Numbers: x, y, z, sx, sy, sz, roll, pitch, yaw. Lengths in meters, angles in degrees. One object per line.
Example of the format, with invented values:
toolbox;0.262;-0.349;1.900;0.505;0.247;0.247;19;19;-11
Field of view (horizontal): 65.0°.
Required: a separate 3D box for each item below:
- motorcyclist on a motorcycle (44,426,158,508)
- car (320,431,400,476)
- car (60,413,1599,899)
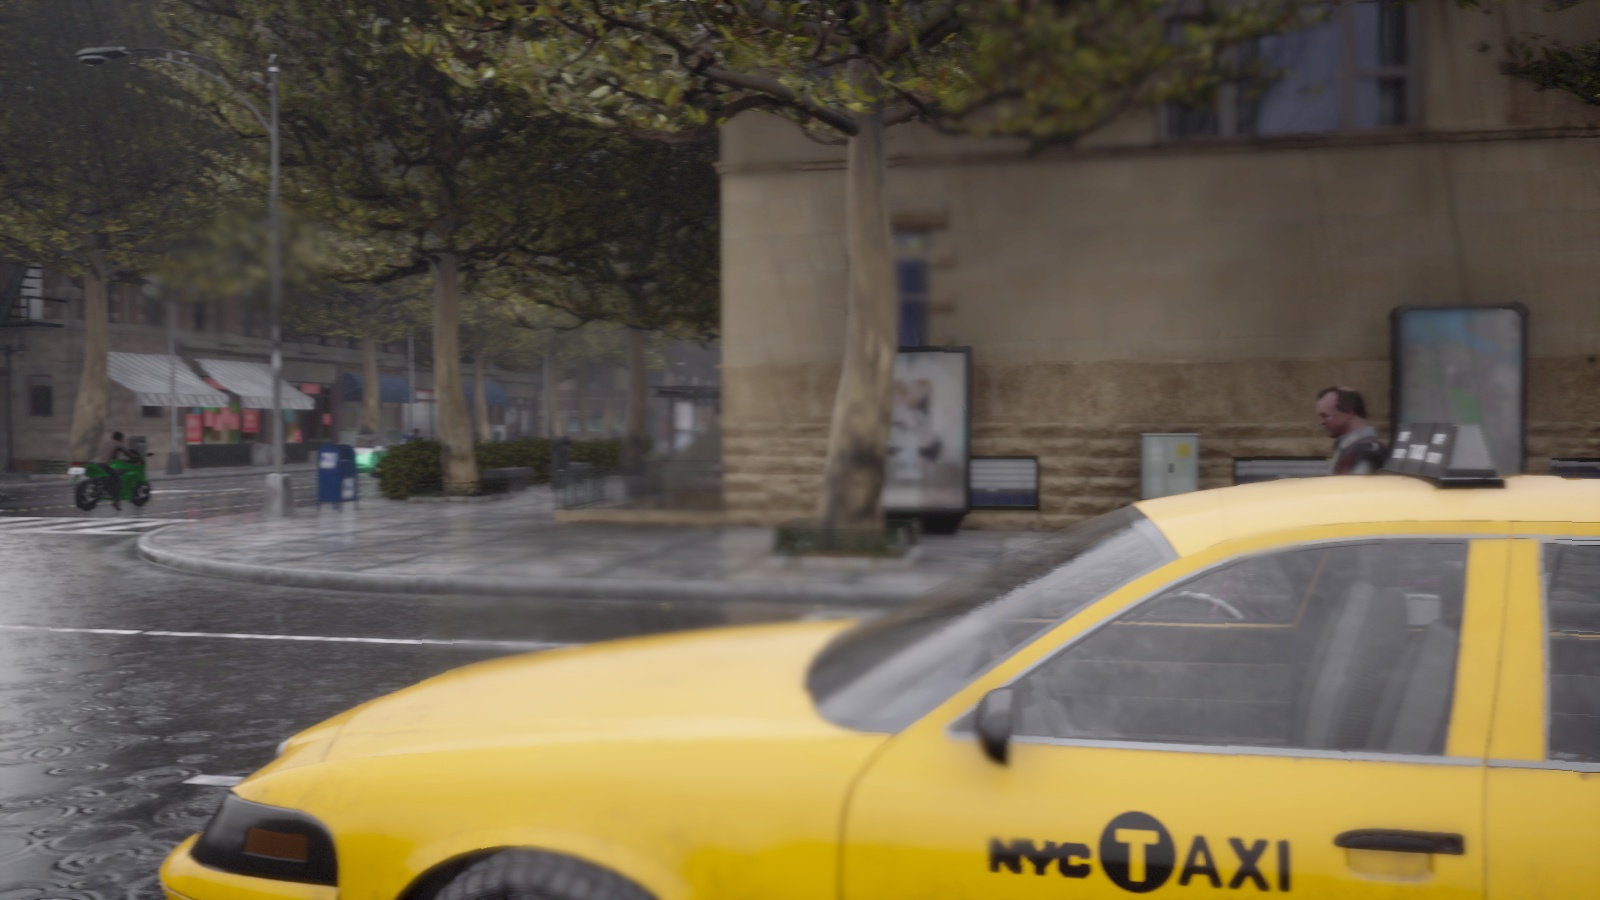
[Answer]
motorcyclist on a motorcycle;-13.525;0.300;24.383;0.797;1.523;2.044;0;1;11
car;-13.957;0.088;39.934;1.481;1.376;2.207;0;1;12
car;1.230;0.715;3.014;5.366;1.575;1.801;0;1;12
